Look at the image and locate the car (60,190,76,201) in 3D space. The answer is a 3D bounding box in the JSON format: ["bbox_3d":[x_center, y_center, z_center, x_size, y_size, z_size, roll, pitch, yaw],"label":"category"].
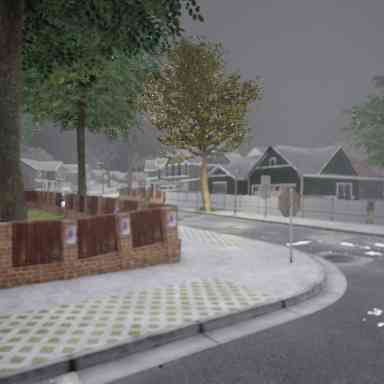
[{"bbox_3d":[-17.738,0.493,47.241,1.837,1.490,4.892,0,1,-31],"label":"car"}]

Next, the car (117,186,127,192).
[{"bbox_3d":[-19.374,-0.840,91.761,1.812,1.442,4.674,0,2,-1],"label":"car"}]
